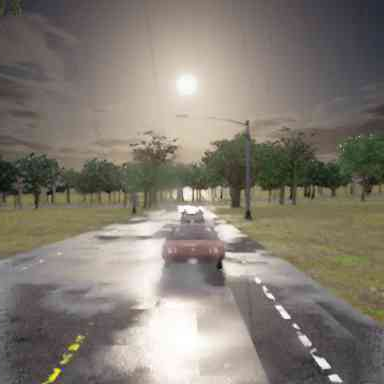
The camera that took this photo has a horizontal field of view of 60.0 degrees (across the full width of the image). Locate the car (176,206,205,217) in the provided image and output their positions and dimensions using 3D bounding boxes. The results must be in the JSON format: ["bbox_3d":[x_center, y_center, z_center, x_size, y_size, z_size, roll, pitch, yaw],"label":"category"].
[{"bbox_3d":[0.058,2.022,27.503,2.128,1.511,4.902,0,-1,0],"label":"car"}]

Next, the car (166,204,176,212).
[{"bbox_3d":[-3.522,2.859,58.829,1.994,1.385,4.181,0,-1,1],"label":"car"}]

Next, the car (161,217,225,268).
[{"bbox_3d":[0.046,1.768,11.865,1.895,1.301,4.718,0,-1,0],"label":"car"}]
